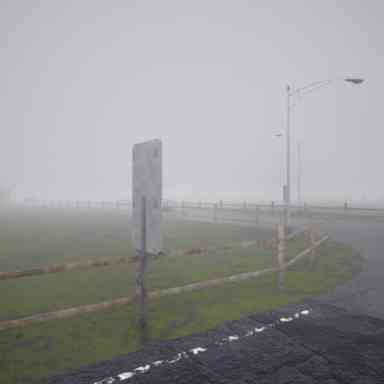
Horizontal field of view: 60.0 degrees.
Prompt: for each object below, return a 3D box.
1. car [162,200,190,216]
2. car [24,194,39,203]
[{"bbox_3d":[-2.171,1.622,34.433,2.128,1.511,4.902,0,0,-40],"label":"car"},{"bbox_3d":[-36.713,1.547,76.117,2.150,2.045,5.566,0,0,-40],"label":"car"}]
